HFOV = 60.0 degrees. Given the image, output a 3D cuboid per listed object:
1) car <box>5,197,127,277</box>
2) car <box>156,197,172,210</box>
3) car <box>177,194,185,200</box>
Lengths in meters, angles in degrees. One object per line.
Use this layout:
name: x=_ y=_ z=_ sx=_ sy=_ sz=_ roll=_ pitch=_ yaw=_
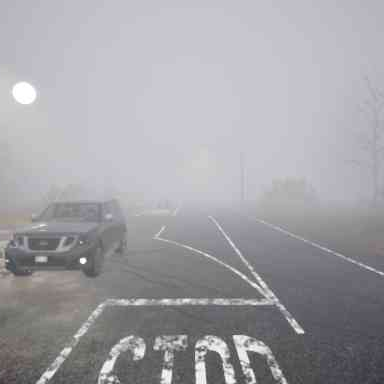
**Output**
car: x=-3.526 y=1.204 z=10.547 sx=2.150 sy=2.045 sz=5.566 roll=0 pitch=0 yaw=0
car: x=-3.559 y=1.452 z=43.028 sx=2.128 sy=1.511 sz=4.902 roll=0 pitch=0 yaw=0
car: x=-2.900 y=1.383 z=87.026 sx=2.128 sy=1.511 sz=4.902 roll=0 pitch=0 yaw=5
